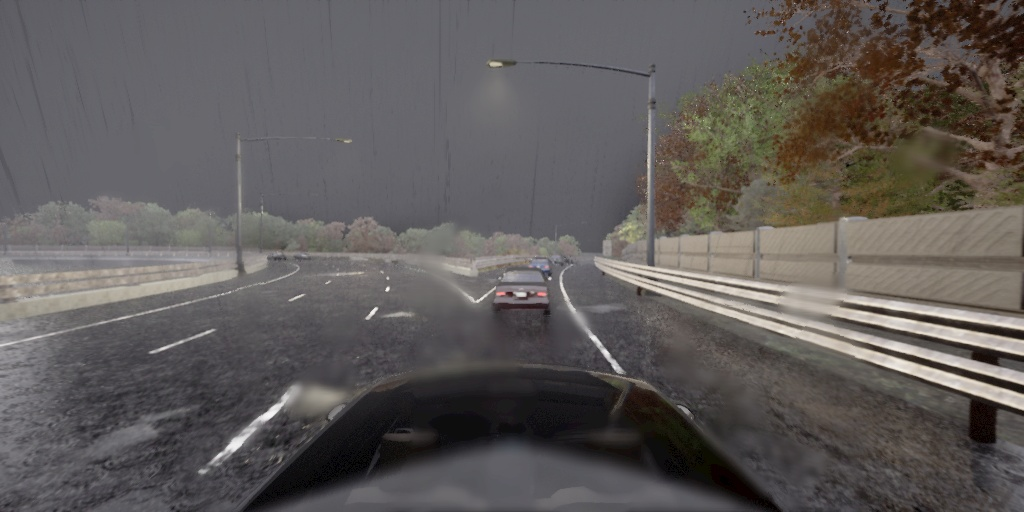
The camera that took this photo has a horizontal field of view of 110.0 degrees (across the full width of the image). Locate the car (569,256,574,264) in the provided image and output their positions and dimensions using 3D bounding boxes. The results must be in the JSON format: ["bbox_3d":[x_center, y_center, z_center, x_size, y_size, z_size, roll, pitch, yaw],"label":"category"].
[{"bbox_3d":[8.607,0.524,58.504,1.837,1.490,4.892,0,-1,13],"label":"car"}]

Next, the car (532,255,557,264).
[{"bbox_3d":[2.352,0.801,28.923,2.033,1.411,5.357,0,1,9],"label":"car"}]

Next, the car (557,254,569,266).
[{"bbox_3d":[5.749,0.520,46.016,2.033,1.411,5.357,0,0,12],"label":"car"}]

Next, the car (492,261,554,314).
[{"bbox_3d":[0.430,1.097,12.684,2.033,1.411,5.357,0,1,4],"label":"car"}]
